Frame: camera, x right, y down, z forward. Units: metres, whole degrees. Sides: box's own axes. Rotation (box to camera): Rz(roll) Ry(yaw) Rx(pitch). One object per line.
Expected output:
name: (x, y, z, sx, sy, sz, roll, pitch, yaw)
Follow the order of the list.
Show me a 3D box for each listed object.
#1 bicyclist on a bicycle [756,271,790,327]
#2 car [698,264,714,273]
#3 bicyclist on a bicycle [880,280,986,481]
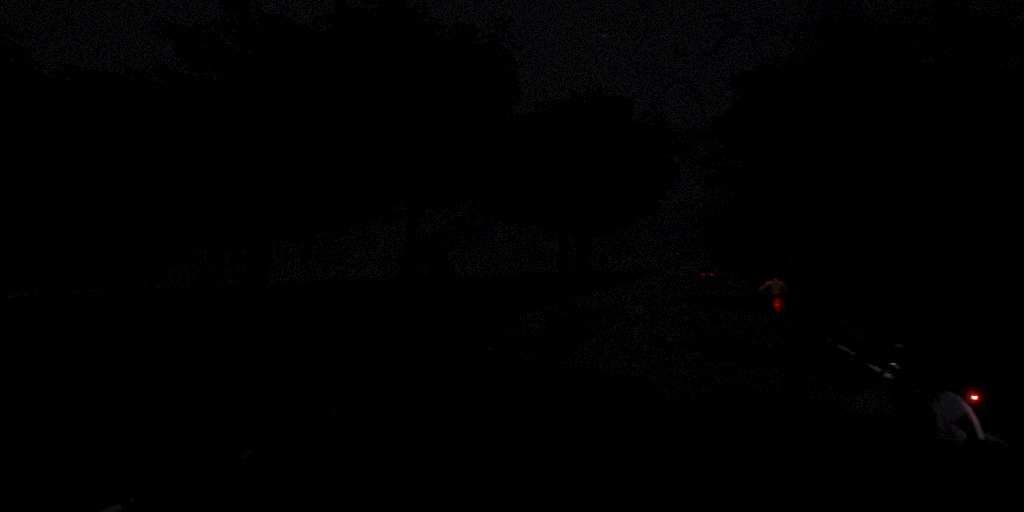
bicyclist on a bicycle: (7.928, 1.265, 10.838, 0.866, 1.612, 1.509, -1, -1, 27)
car: (30.010, 1.964, 55.355, 1.895, 1.301, 4.718, -1, -1, 27)
bicyclist on a bicycle: (4.276, 1.127, 3.766, 0.659, 1.776, 1.843, -1, -1, 27)
